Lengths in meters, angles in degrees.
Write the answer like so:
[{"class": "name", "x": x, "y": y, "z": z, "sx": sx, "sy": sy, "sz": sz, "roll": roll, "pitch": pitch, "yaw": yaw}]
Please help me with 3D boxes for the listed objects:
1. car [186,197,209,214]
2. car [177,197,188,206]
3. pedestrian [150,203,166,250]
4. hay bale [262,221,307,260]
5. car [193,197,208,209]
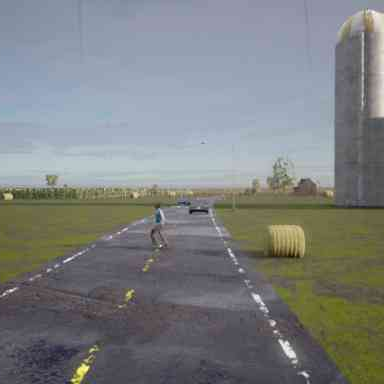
[{"class": "car", "x": 0.751, "y": 1.544, "z": 35.296, "sx": 1.994, "sy": 1.385, "sz": 4.181, "roll": 0, "pitch": 0, "yaw": 2}, {"class": "car", "x": -1.257, "y": 1.508, "z": 53.604, "sx": 2.033, "sy": 1.411, "sz": 5.357, "roll": 0, "pitch": 0, "yaw": 4}, {"class": "pedestrian", "x": -1.290, "y": 1.290, "z": 12.704, "sx": 0.375, "sy": 1.860, "sz": 0.375, "roll": 0, "pitch": 1, "yaw": -2}, {"class": "hay bale", "x": 3.169, "y": 1.652, "z": 11.592, "sx": 1.220, "sy": 1.180, "sz": 1.240, "roll": 0, "pitch": 0, "yaw": 1}, {"class": "car", "x": 1.208, "y": 1.475, "z": 45.505, "sx": 1.837, "sy": 1.490, "sz": 4.892, "roll": 0, "pitch": 0, "yaw": 3}]
